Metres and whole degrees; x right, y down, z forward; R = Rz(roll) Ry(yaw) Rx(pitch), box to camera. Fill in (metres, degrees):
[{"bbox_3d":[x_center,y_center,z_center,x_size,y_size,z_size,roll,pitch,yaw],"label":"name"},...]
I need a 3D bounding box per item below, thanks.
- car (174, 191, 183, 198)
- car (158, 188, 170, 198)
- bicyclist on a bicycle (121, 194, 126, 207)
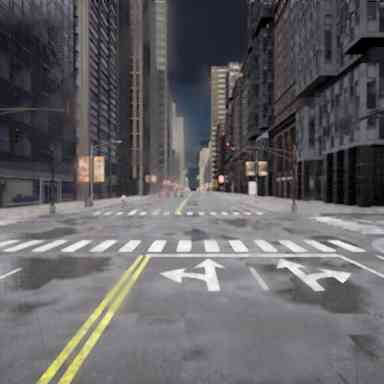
[{"bbox_3d":[-2.836,0.490,72.437,2.128,1.511,4.902,0,0,0],"label":"car"},{"bbox_3d":[-6.087,0.191,72.423,2.150,2.045,5.566,0,0,0],"label":"car"},{"bbox_3d":[-8.473,1.055,41.074,0.866,1.612,1.509,0,1,1],"label":"bicyclist on a bicycle"}]
